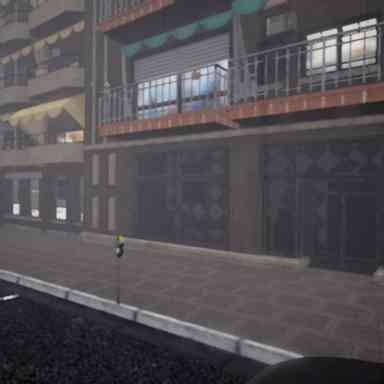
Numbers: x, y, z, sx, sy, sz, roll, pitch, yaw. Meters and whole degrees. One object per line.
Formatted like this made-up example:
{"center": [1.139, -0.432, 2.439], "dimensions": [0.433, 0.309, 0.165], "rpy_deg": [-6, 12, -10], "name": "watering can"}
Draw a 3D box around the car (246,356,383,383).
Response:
{"center": [2.106, 1.552, 1.355], "dimensions": [4.403, 1.369, 2.008], "rpy_deg": [0, 1, 36], "name": "car"}
